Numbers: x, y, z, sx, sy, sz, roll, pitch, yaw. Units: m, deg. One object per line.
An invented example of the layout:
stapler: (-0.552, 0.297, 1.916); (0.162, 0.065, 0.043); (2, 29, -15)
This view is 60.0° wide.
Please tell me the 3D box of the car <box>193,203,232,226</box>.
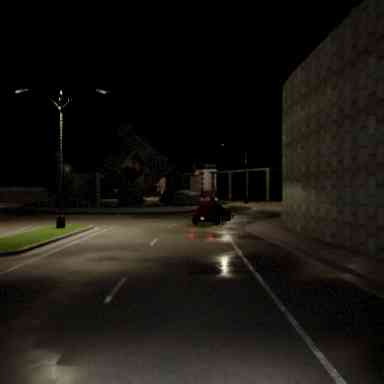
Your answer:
car: (1.483, 1.537, 23.901); (1.812, 1.442, 4.674); (-1, 0, 20)
